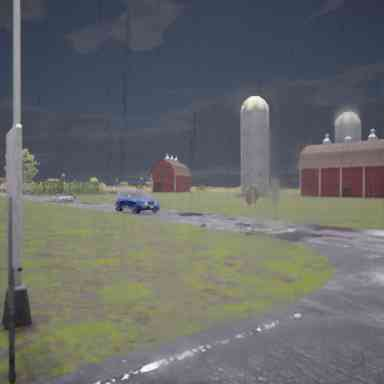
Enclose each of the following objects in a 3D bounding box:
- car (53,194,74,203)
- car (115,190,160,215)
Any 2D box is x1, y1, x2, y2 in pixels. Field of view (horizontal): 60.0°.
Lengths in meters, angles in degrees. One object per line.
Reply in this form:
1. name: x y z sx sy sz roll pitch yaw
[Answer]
1. car: -18.669 0.937 48.285 1.895 1.301 4.718 0 1 -37
2. car: -5.038 0.862 30.145 2.150 2.045 5.566 0 1 -37
